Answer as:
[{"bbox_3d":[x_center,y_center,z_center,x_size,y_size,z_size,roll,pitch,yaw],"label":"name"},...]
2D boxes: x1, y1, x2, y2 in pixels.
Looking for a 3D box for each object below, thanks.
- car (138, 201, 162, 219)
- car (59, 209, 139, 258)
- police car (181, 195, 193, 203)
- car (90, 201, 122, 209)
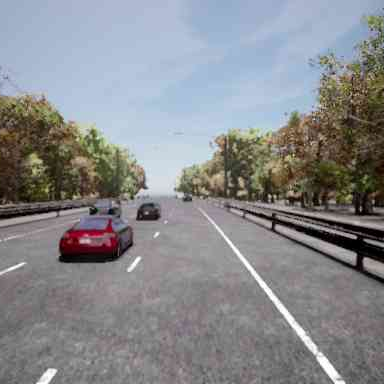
[{"bbox_3d":[-3.710,1.537,29.215,1.812,1.442,4.674,0,0,-1],"label":"car"},{"bbox_3d":[-3.475,1.564,12.788,1.994,1.385,4.181,0,0,0],"label":"car"},{"bbox_3d":[-0.921,1.576,76.630,1.930,1.638,5.238,0,0,-3],"label":"police car"},{"bbox_3d":[-7.195,1.502,28.165,2.128,1.511,4.902,0,0,-1],"label":"car"}]
